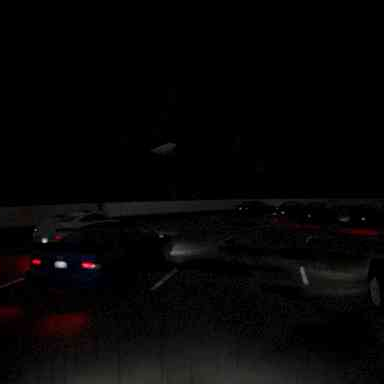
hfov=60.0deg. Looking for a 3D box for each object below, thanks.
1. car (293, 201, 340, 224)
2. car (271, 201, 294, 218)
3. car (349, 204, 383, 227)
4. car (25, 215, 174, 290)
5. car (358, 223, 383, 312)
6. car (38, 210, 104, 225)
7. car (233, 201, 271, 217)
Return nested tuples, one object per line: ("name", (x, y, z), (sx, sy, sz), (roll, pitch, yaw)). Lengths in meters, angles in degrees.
("car", (9.675, 1.518, 25.111), (1.882, 1.535, 5.008), (0, 0, 37))
("car", (9.307, 1.559, 30.052), (1.812, 1.442, 4.674), (0, 0, 42))
("car", (12.199, 1.537, 22.736), (1.882, 1.535, 5.008), (0, 0, 37))
("car", (-2.071, 1.525, 9.180), (2.033, 1.411, 5.357), (0, 0, 13))
("car", (4.200, 1.501, 4.612), (1.882, 1.535, 5.008), (0, 0, 7))
("car", (-4.476, 1.483, 13.877), (1.812, 1.442, 4.674), (0, 0, 17))
("car", (6.110, 1.558, 32.144), (2.033, 1.411, 5.357), (0, 0, 42))
